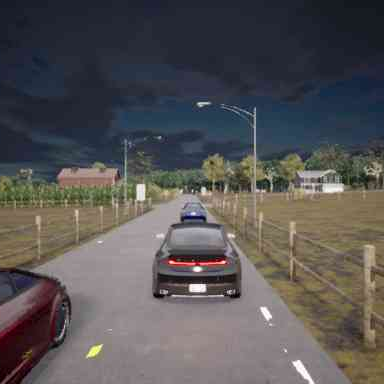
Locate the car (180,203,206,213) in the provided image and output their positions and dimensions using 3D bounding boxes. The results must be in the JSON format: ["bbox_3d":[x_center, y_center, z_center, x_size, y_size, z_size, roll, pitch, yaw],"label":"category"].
[{"bbox_3d":[0.105,1.535,26.150,1.994,1.385,4.181,0,0,0],"label":"car"}]

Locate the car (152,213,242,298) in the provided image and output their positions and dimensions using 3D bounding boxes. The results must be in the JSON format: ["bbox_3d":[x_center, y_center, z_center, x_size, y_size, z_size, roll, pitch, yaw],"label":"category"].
[{"bbox_3d":[0.101,1.504,8.489,1.837,1.490,4.892,0,0,0],"label":"car"}]

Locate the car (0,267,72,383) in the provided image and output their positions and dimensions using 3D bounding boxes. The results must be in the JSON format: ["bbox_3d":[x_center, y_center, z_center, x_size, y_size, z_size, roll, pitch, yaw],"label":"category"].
[{"bbox_3d":[-2.850,1.565,3.491,1.994,1.385,4.181,0,0,0],"label":"car"}]
